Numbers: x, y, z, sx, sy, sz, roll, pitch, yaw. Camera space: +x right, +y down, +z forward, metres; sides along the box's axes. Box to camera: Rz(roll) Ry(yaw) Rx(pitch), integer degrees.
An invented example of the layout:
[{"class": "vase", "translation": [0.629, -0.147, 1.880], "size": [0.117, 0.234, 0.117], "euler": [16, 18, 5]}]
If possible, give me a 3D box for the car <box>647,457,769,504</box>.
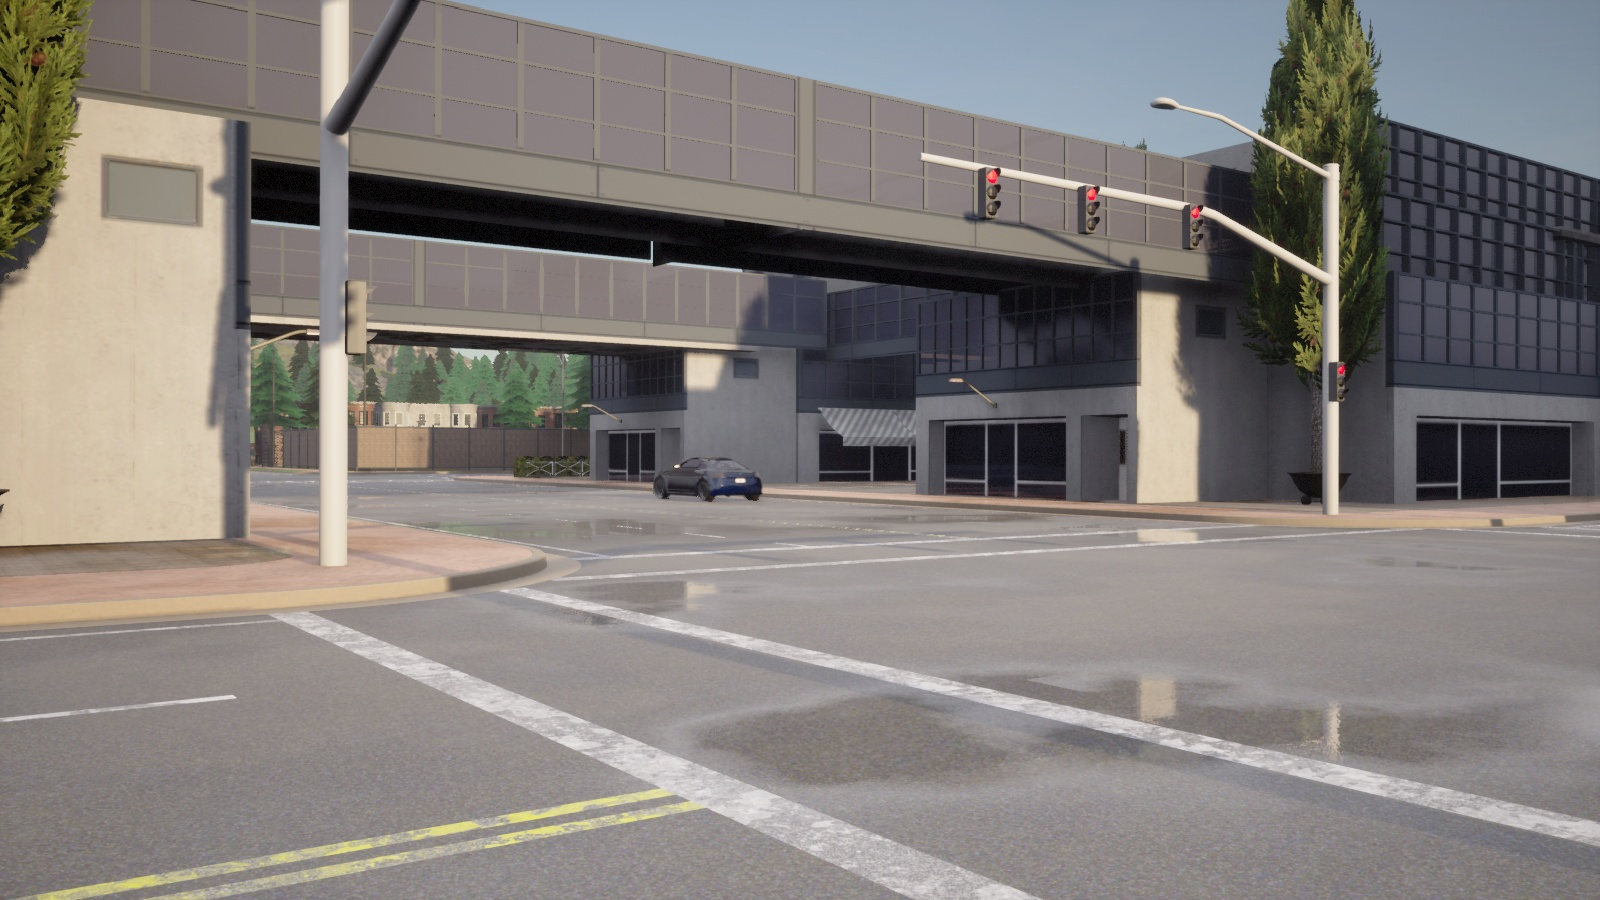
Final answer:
[{"class": "car", "translation": [-2.970, 0.912, 39.743], "size": [1.994, 1.385, 4.181], "euler": [0, 0, -35]}]
